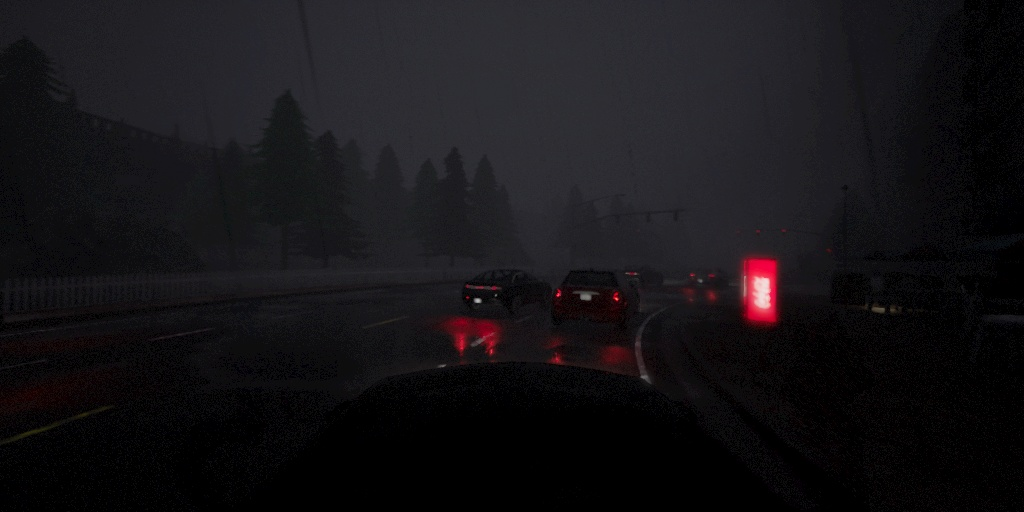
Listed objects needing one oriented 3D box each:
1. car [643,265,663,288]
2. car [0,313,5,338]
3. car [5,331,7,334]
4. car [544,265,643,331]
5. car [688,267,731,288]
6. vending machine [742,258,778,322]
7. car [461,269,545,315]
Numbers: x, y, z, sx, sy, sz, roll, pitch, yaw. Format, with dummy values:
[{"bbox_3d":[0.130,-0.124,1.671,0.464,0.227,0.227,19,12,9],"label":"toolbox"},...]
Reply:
[{"bbox_3d":[9.161,1.384,25.422,2.128,1.511,4.902,1,0,41],"label":"car"},{"bbox_3d":[-6.841,1.153,1.681,1.837,1.490,4.892,0,0,3],"label":"car"},{"bbox_3d":[-10.102,1.092,4.261,2.128,1.511,4.902,1,0,7],"label":"car"},{"bbox_3d":[2.865,1.148,11.648,2.097,1.767,4.553,1,0,24],"label":"car"},{"bbox_3d":[14.359,1.498,26.033,1.812,1.442,4.674,1,0,42],"label":"car"},{"bbox_3d":[7.870,1.066,11.361,1.100,2.100,0.880,0,0,33],"label":"vending machine"},{"bbox_3d":[-0.009,1.244,13.689,2.128,1.511,4.902,1,0,27],"label":"car"}]
